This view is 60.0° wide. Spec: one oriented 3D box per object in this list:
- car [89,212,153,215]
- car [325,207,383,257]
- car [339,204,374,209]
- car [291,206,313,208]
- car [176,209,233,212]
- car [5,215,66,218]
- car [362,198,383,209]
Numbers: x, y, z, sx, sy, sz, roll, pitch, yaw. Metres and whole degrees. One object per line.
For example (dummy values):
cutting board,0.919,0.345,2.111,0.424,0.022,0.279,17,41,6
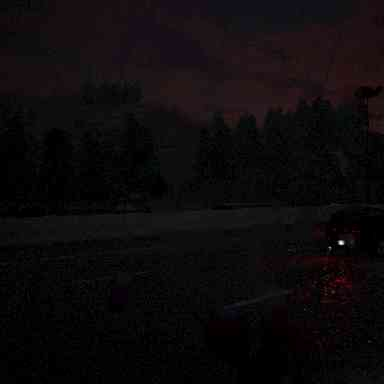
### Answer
car,-5.588,1.582,25.797,5.357,1.411,2.033,0,0,-35
car,7.277,1.555,13.243,4.892,1.490,1.837,0,0,-36
car,10.133,1.551,19.583,5.008,1.535,1.882,0,0,-36
car,16.838,1.706,50.356,5.357,1.411,2.033,0,0,-35
car,1.009,1.535,26.201,5.008,1.535,1.882,0,0,-35
car,-12.154,1.504,25.412,4.902,1.511,2.128,0,0,-35
car,27.517,1.684,49.381,4.902,1.511,2.128,0,0,-35
